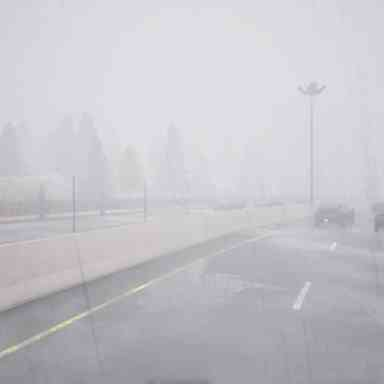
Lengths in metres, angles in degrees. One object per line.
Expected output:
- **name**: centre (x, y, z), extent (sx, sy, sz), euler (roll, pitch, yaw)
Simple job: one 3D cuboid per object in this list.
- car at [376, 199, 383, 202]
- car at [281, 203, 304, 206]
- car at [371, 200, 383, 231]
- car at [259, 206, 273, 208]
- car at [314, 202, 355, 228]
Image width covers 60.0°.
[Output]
- **car**: centre (20.158, 1.456, 34.594), extent (1.812, 1.442, 4.674), euler (0, 0, 45)
- **car**: centre (11.871, 1.506, 36.410), extent (1.994, 1.385, 4.181), euler (0, 0, 43)
- **car**: centre (11.888, 1.466, 19.451), extent (1.837, 1.490, 4.892), euler (0, 0, 34)
- **car**: centre (8.755, 1.470, 38.198), extent (1.812, 1.442, 4.674), euler (0, 0, 43)
- **car**: centre (9.562, 1.465, 22.177), extent (1.837, 1.490, 4.892), euler (0, 0, 35)
